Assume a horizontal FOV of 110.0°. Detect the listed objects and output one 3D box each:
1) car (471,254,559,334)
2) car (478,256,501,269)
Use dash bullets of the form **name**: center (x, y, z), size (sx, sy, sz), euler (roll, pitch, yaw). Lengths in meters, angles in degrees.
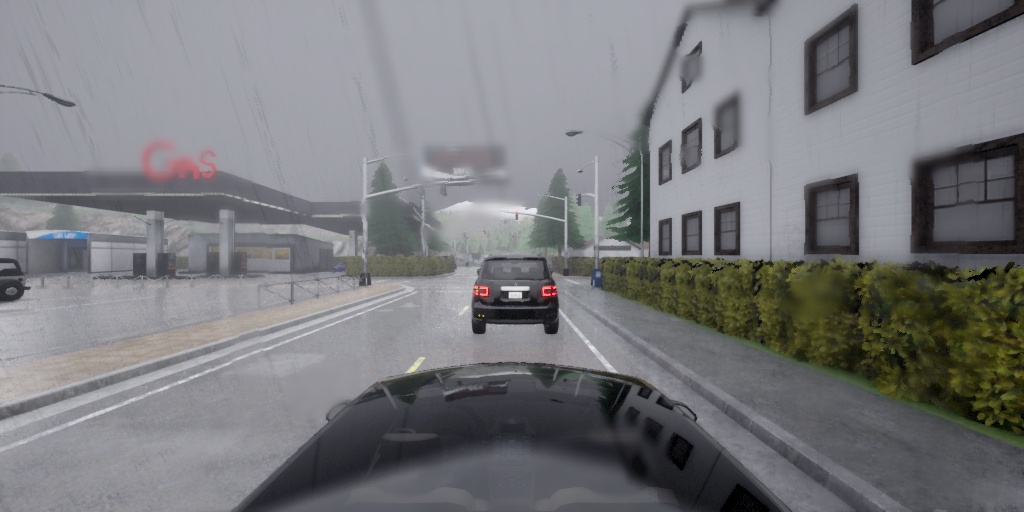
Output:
- **car**: center (0.087, 0.971, 10.724), size (2.150, 2.045, 5.566), euler (0, 0, 0)
- **car**: center (-3.816, 1.055, 62.344), size (2.150, 2.045, 5.566), euler (-2, -1, 15)
